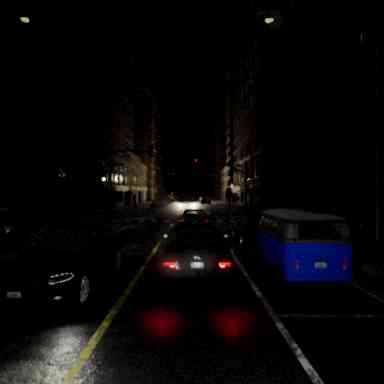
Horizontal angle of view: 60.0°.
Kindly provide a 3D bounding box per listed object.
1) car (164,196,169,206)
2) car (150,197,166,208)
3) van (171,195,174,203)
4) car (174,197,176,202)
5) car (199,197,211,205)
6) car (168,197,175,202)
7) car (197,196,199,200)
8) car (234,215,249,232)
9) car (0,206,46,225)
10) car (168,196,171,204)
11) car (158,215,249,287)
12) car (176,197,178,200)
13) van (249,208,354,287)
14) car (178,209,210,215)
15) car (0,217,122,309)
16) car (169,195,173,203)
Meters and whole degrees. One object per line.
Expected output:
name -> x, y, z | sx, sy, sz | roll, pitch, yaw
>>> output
car -> -5.606, 1.882, 58.347 | 2.008, 1.369, 4.403 | 0, 0, 0
car -> -5.612, 1.824, 52.727 | 1.752, 1.417, 4.829 | 0, 0, 0
van -> -5.589, 1.773, 74.701 | 1.690, 1.788, 3.998 | 0, 0, 0
car -> -5.582, 2.018, 80.150 | 2.008, 1.369, 4.403 | 0, 0, 0
car -> 2.930, 1.838, 69.276 | 1.967, 1.590, 4.097 | 0, 0, 0
car -> -5.570, 2.064, 90.882 | 1.752, 1.417, 4.829 | 0, 0, 0
car -> 2.943, 2.019, 80.172 | 2.008, 1.369, 4.403 | 0, 0, 0
car -> 2.872, 1.656, 14.899 | 1.947, 1.339, 4.313 | 0, 0, 0
car -> -5.660, 1.371, 9.210 | 2.192, 1.841, 5.009 | 0, 0, 0
car -> -5.600, 1.909, 63.798 | 1.887, 1.381, 4.507 | 0, 0, 0
car -> 0.111, 1.605, 9.513 | 2.033, 1.411, 5.357 | 0, 0, 0
car -> -5.577, 1.818, 85.602 | 2.192, 1.841, 5.009 | 0, 0, 0
van -> 2.865, 1.398, 9.241 | 1.690, 1.788, 3.998 | 0, 0, 0
car -> 0.123, 1.682, 19.832 | 1.994, 1.385, 4.181 | 0, 0, 0
car -> -3.074, 1.529, 8.281 | 1.882, 1.535, 5.008 | 0, 0, 0
car -> -5.594, 1.942, 69.249 | 1.887, 1.381, 4.507 | 0, 0, 0
